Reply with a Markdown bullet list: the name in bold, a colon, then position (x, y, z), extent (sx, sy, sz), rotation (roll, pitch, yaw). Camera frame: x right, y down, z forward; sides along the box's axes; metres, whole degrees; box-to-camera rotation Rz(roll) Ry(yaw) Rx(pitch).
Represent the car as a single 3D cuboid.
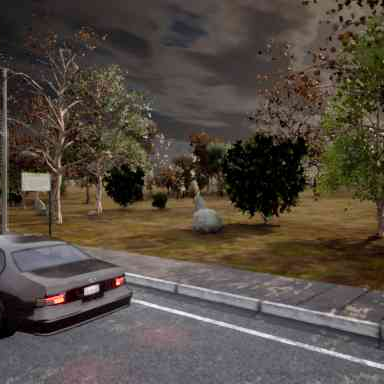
- **car**: position (-3.580, 1.547, 6.557), extent (5.357, 1.411, 2.033), rotation (0, 0, 36)
